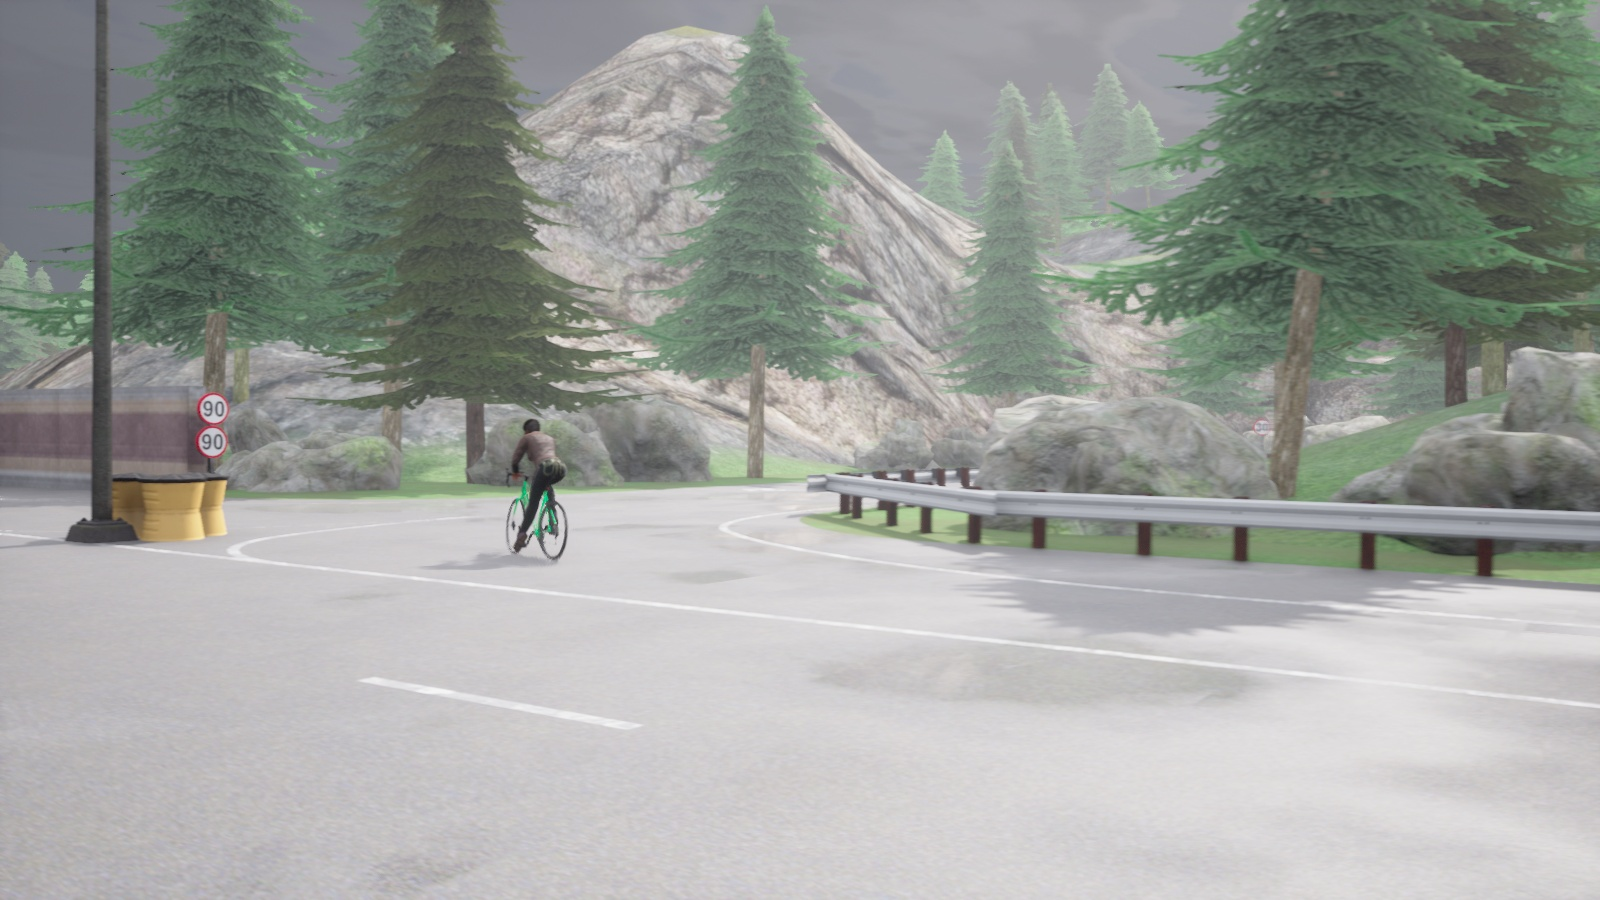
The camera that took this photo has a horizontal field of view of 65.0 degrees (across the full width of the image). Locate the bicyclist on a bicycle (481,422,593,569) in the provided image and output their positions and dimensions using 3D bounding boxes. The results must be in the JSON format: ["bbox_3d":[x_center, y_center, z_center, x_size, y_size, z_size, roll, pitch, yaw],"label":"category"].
[{"bbox_3d":[-3.089,0.512,14.655,0.582,1.620,1.656,2,-1,-38],"label":"bicyclist on a bicycle"}]
